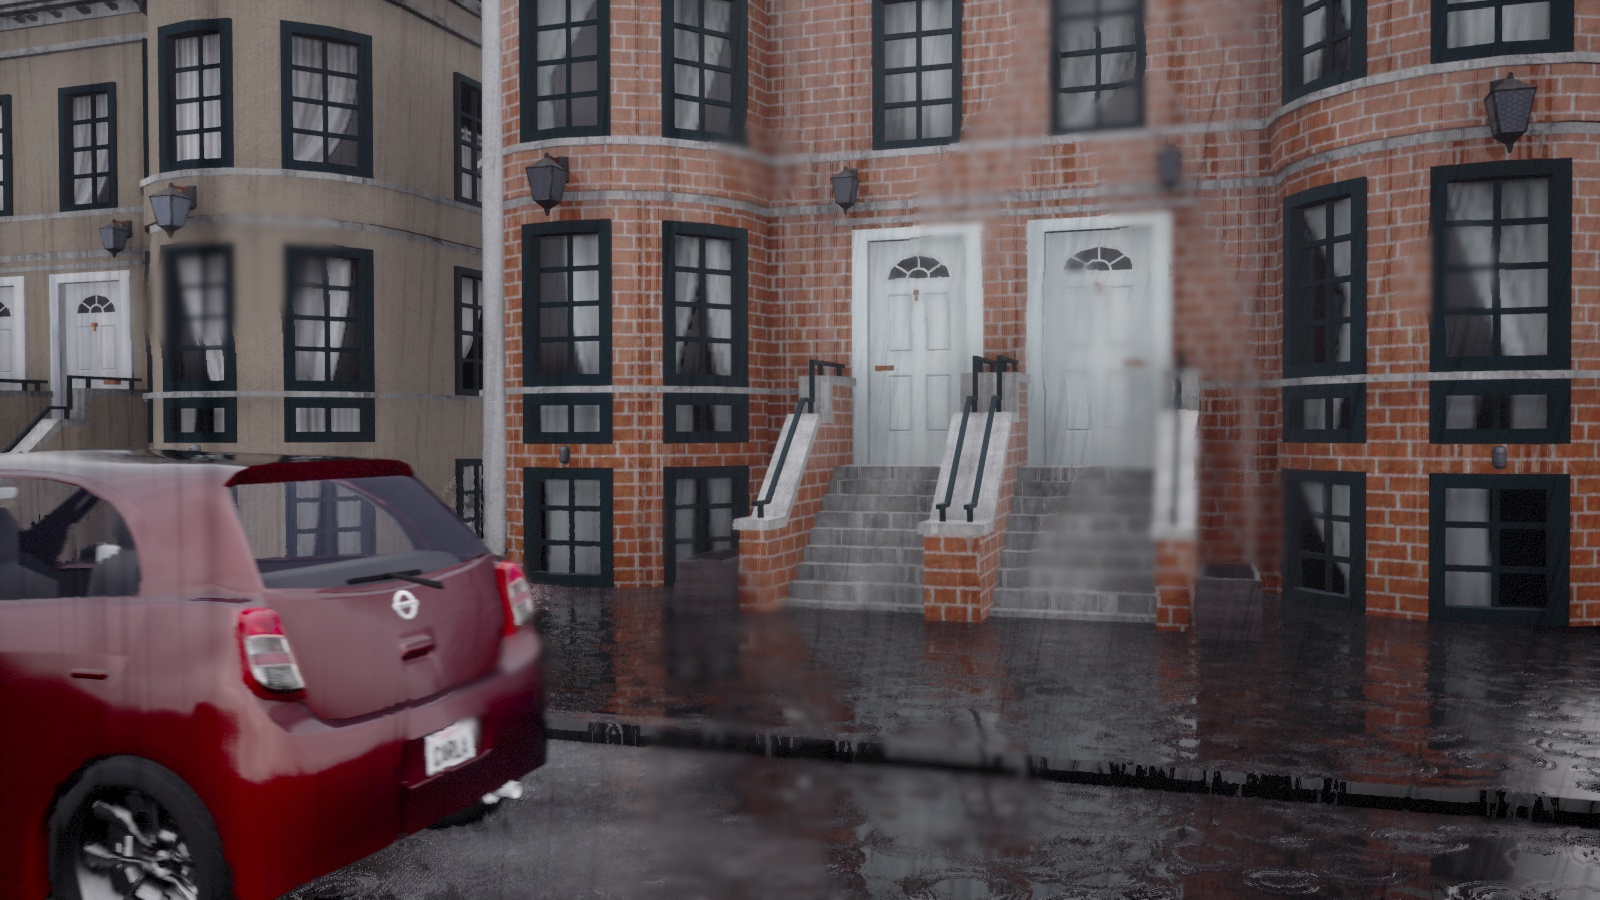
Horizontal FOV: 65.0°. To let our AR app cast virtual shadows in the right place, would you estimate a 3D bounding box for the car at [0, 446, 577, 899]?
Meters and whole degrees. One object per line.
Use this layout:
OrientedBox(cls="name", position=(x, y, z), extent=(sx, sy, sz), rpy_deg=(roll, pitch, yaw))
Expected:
OrientedBox(cls="car", position=(-2.904, 0.754, 4.697), extent=(3.633, 1.501, 1.845), rpy_deg=(1, 1, 19))
